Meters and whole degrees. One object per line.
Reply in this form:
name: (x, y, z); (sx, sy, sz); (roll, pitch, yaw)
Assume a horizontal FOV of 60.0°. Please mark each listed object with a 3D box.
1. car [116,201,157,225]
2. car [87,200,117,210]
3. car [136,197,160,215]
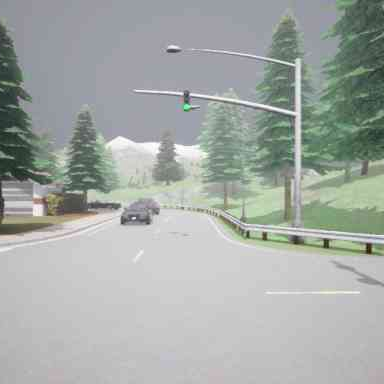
car: (-3.924, 1.564, 24.134); (1.994, 1.385, 4.181); (0, 0, -2)
car: (-11.289, 1.608, 41.681); (4.718, 1.301, 1.895); (0, 0, 14)
car: (-4.734, 1.352, 33.927); (2.097, 1.767, 4.553); (0, 0, -19)
